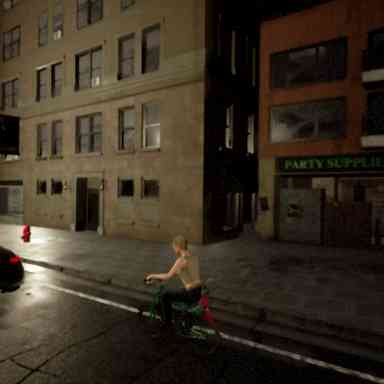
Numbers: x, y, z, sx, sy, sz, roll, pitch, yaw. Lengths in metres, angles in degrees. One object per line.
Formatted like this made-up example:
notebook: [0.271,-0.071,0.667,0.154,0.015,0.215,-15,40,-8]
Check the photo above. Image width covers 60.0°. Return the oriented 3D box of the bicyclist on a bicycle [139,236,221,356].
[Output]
bicyclist on a bicycle: [-0.232,1.435,4.826,1.509,1.612,0.866,0,0,35]

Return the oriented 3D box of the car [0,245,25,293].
car: [-5.718,1.559,7.681,4.181,1.385,1.994,0,0,36]
